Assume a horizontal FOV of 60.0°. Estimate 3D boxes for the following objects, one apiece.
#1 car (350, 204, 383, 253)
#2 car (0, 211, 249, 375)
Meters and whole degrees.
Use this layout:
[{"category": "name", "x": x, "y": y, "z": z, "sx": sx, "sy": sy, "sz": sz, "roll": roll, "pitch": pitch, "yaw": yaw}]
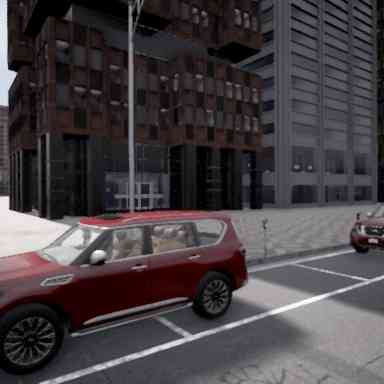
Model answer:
[{"category": "car", "x": 7.960, "y": 1.272, "z": 12.334, "sx": 5.009, "sy": 1.841, "sz": 2.192, "roll": 0, "pitch": 0, "yaw": -36}, {"category": "car", "x": -1.223, "y": 1.308, "z": 5.781, "sx": 5.009, "sy": 1.841, "sz": 2.192, "roll": 0, "pitch": 0, "yaw": -36}]
